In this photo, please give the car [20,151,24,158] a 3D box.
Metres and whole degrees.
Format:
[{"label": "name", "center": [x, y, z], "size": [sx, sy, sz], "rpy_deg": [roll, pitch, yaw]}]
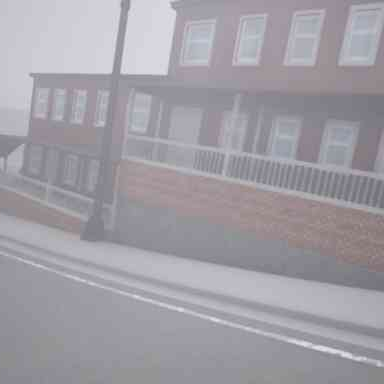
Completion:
[{"label": "car", "center": [-21.119, -5.200, 46.964], "size": [2.150, 2.045, 5.566], "rpy_deg": [15, 8, 35]}]
